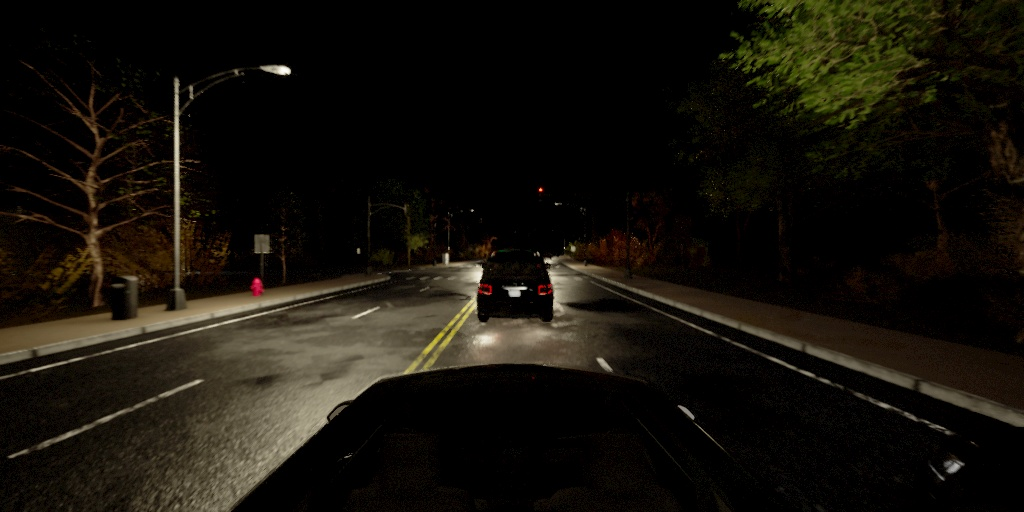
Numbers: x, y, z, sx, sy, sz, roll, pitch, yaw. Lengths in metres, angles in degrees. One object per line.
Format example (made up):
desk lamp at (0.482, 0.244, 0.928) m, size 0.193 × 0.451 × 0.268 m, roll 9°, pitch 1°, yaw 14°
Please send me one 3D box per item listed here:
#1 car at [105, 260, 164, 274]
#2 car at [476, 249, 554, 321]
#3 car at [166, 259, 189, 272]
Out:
car at (-39.125, 1.146, 36.661) m, size 5.357 × 1.411 × 2.033 m, roll 0°, pitch 0°, yaw 10°
car at (0.135, 0.850, 11.814) m, size 2.150 × 2.045 × 5.566 m, roll 0°, pitch 4°, yaw 1°
car at (-38.506, 1.075, 39.855) m, size 4.902 × 1.511 × 2.128 m, roll 0°, pitch 0°, yaw 10°
